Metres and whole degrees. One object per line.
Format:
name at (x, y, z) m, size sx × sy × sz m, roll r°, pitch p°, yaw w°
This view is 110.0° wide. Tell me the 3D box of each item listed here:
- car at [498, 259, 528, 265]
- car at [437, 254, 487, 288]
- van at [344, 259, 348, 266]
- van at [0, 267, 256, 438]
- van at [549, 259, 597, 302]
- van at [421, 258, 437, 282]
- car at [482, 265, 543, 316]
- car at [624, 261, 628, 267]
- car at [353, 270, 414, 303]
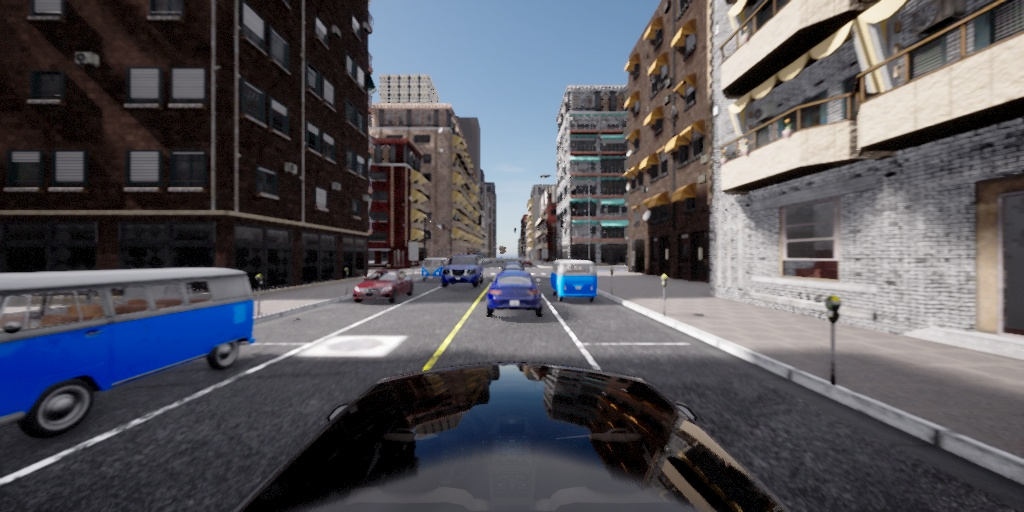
car at (0.082, 1.201, 27.591) m, size 1.812 × 1.442 × 4.674 m, roll 0°, pitch 0°, yaw 0°
car at (-3.085, 0.908, 23.310) m, size 2.150 × 2.045 × 5.566 m, roll 0°, pitch 0°, yaw 0°
van at (-25.366, 1.359, 50.906) m, size 3.998 × 1.789 × 1.690 m, roll 0°, pitch 0°, yaw 0°
van at (-5.692, 1.081, 5.112) m, size 1.690 × 1.789 × 3.998 m, roll 0°, pitch 0°, yaw 0°
van at (2.690, 1.049, 16.380) m, size 1.690 × 1.789 × 3.998 m, roll 0°, pitch 0°, yaw 0°
van at (-5.802, 1.016, 27.653) m, size 1.690 × 1.789 × 3.998 m, roll 0°, pitch 0°, yaw 0°
car at (0.081, 1.243, 13.098) m, size 1.812 × 1.442 × 4.674 m, roll 0°, pitch 0°, yaw 0°
car at (18.271, 0.873, 51.107) m, size 4.313 × 1.339 × 1.948 m, roll 0°, pitch 0°, yaw 0°
car at (-5.691, 1.290, 16.385) m, size 1.802 × 1.307 × 4.207 m, roll 0°, pitch 0°, yaw 0°
